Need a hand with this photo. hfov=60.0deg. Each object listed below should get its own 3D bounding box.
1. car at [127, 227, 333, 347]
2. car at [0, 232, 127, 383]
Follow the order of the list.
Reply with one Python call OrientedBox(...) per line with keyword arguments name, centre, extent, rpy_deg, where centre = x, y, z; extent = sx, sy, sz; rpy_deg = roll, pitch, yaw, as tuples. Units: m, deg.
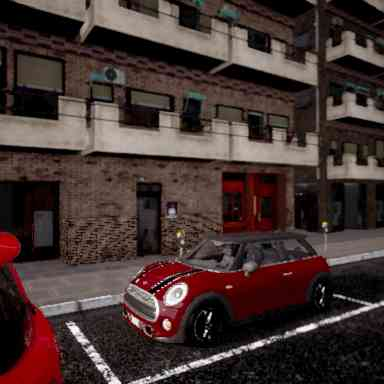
OrientedBox(name="car", centre=(0.770, 1.533, 6.363), extent=(4.097, 1.590, 1.967), rpy_deg=(1, -2, -33))
OrientedBox(name="car", centre=(-3.217, 1.221, 0.812), extent=(5.566, 2.045, 2.150), rpy_deg=(1, -1, -33))
